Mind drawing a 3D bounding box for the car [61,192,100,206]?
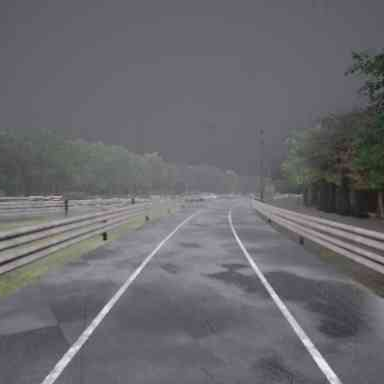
[{"bbox_3d":[-14.057,1.010,42.048,2.150,2.045,5.566,1,0,22],"label":"car"}]

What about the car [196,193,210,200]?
[{"bbox_3d":[3.283,1.287,94.580,2.150,2.045,5.566,1,0,22],"label":"car"}]

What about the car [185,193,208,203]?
[{"bbox_3d":[1.102,1.551,70.390,2.033,1.411,5.357,1,0,22],"label":"car"}]

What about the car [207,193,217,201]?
[{"bbox_3d":[5.047,1.299,89.583,2.150,2.045,5.566,1,0,22],"label":"car"}]

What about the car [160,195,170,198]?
[{"bbox_3d":[-5.405,1.477,72.973,2.128,1.511,4.902,1,0,22],"label":"car"}]

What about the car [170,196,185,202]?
[{"bbox_3d":[-2.160,1.521,71.659,2.033,1.411,5.357,1,0,22],"label":"car"}]

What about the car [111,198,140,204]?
[{"bbox_3d":[-8.957,1.450,45.368,1.895,1.301,4.718,1,0,22],"label":"car"}]
